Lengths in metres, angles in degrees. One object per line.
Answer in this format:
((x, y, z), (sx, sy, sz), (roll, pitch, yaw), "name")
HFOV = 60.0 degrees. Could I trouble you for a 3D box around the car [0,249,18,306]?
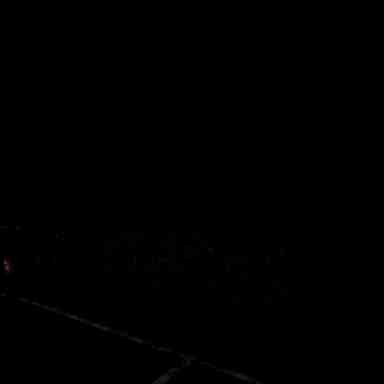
((-5.412, 1.464, 6.840), (4.097, 1.590, 1.967), (0, 0, 36), "car")
